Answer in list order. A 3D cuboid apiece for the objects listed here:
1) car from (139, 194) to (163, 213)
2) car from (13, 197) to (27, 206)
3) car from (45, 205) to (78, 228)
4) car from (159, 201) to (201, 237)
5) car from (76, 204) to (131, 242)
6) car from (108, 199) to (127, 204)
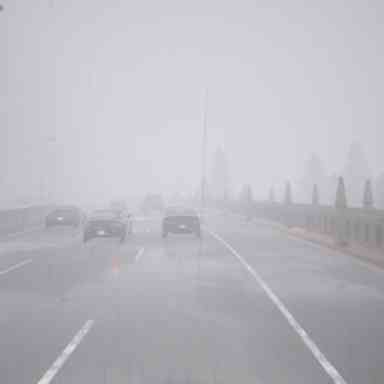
[{"bbox_3d":[-4.590,1.259,37.303,2.150,2.045,5.566,0,0,-17],"label":"car"},{"bbox_3d":[-30.925,1.701,59.796,2.128,1.511,4.902,0,0,-35],"label":"car"},{"bbox_3d":[-8.318,1.579,22.199,1.994,1.385,4.181,0,0,-9],"label":"car"},{"bbox_3d":[-0.701,1.484,18.184,1.882,1.535,5.008,0,0,-6],"label":"car"},{"bbox_3d":[-4.029,1.531,16.220,1.812,1.442,4.674,0,0,-6],"label":"car"},{"bbox_3d":[-8.347,1.535,37.459,2.128,1.511,4.902,0,0,-17],"label":"car"}]
